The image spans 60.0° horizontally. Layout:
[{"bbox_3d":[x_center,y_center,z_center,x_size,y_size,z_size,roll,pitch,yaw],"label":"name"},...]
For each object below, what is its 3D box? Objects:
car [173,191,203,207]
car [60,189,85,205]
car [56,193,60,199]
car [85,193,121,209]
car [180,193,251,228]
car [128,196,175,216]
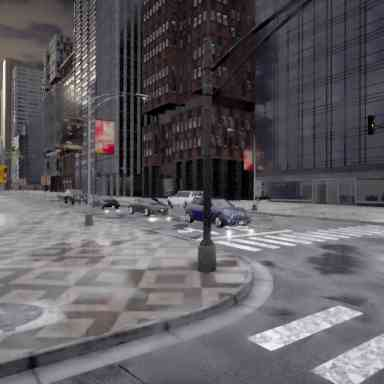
[{"bbox_3d":[-0.610,0.873,35.372,2.150,2.045,5.566,0,1,-35],"label":"car"},{"bbox_3d":[-15.841,0.634,45.419,2.150,2.045,5.566,0,1,-35],"label":"car"},{"bbox_3d":[-24.646,0.718,63.787,2.033,1.411,5.357,0,1,-35],"label":"car"},{"bbox_3d":[-9.703,1.094,36.655,2.033,1.411,5.357,0,1,-35],"label":"car"},{"bbox_3d":[1.530,1.146,20.724,2.097,1.767,4.553,0,1,-35],"label":"car"},{"bbox_3d":[-3.760,1.181,28.222,1.837,1.490,4.892,0,1,-35],"label":"car"}]
